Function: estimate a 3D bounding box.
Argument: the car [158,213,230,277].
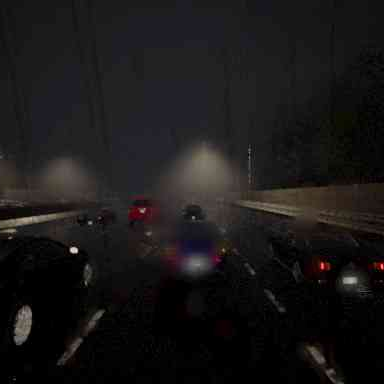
[{"bbox_3d":[0.104,1.618,10.464,1.812,1.442,4.674,0,-1,0],"label":"car"}]

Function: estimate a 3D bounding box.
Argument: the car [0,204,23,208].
[{"bbox_3d":[-17.588,1.886,32.199,1.895,1.301,4.718,0,-1,0],"label":"car"}]

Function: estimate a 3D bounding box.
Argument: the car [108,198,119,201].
[{"bbox_3d":[-17.485,2.053,74.250,2.128,1.511,4.902,0,-1,0],"label":"car"}]

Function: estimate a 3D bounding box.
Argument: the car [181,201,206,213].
[{"bbox_3d":[0.105,1.768,27.357,1.812,1.442,4.674,0,-1,0],"label":"car"}]

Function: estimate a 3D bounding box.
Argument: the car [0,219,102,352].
[{"bbox_3d":[-3.396,1.533,6.271,1.882,1.535,5.008,0,-1,0],"label":"car"}]

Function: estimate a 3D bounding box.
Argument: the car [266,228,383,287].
[{"bbox_3d":[3.493,1.679,9.550,1.895,1.301,4.718,0,-1,0],"label":"car"}]

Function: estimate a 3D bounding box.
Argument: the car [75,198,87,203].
[{"bbox_3d":[-24.485,2.052,74.251,1.812,1.442,4.674,0,-1,0],"label":"car"}]

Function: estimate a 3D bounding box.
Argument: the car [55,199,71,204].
[{"bbox_3d":[-27.985,2.205,72.003,1.895,1.301,4.718,0,-1,0],"label":"car"}]

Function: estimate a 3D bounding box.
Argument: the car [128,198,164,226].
[{"bbox_3d":[-3.390,1.446,25.416,2.150,2.045,5.566,0,-1,0],"label":"car"}]

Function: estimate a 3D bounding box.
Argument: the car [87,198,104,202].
[{"bbox_3d":[-20.985,2.068,74.250,2.033,1.411,5.357,0,-1,0],"label":"car"}]

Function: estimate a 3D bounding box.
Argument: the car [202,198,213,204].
[{"bbox_3d":[3.517,2.307,82.190,2.033,1.411,5.357,0,-1,0],"label":"car"}]

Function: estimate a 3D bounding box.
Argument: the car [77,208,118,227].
[{"bbox_3d":[-6.893,1.820,24.763,1.895,1.301,4.718,0,-1,0],"label":"car"}]
